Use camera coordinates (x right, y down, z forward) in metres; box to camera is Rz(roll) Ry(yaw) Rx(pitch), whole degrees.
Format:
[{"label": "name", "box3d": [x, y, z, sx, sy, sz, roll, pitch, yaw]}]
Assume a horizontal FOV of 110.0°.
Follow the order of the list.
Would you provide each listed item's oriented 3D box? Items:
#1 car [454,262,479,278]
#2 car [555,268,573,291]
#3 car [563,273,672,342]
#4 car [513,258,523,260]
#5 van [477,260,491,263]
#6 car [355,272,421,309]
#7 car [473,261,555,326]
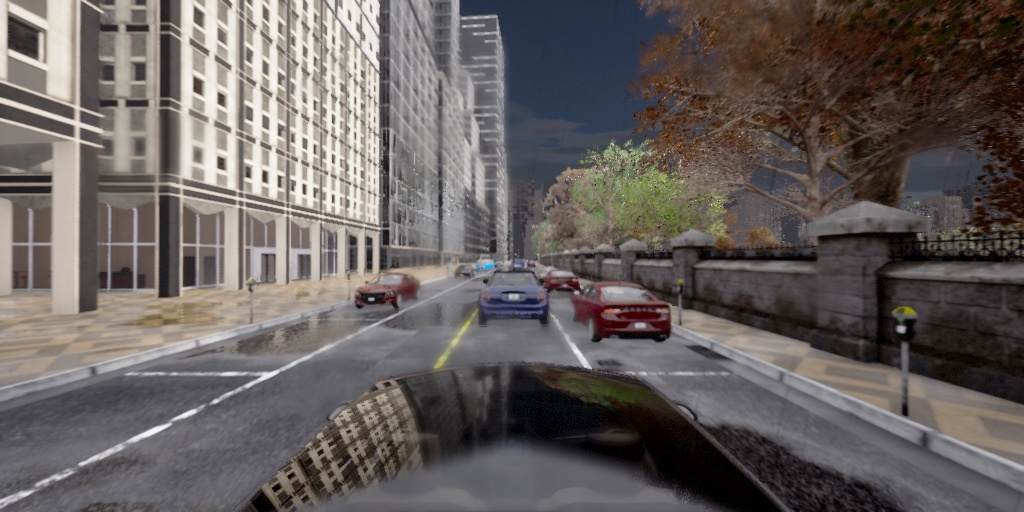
[{"label": "car", "box3d": [-4.969, 1.586, 38.184, 1.948, 1.339, 4.313, 0, 0, 1]}, {"label": "car", "box3d": [2.813, 1.438, 21.105, 1.888, 1.381, 4.507, 0, 0, 1]}, {"label": "car", "box3d": [2.730, 1.355, 9.823, 1.888, 1.381, 4.507, 0, 0, 0]}, {"label": "car", "box3d": [0.988, 1.413, 60.455, 2.150, 2.045, 5.566, 0, 0, 2]}, {"label": "van", "box3d": [-4.584, 1.489, 55.064, 1.690, 1.789, 3.998, 0, 0, 1]}, {"label": "car", "box3d": [-5.260, 1.397, 15.682, 1.888, 1.381, 4.507, 0, 0, 0]}, {"label": "car", "box3d": [0.061, 1.178, 12.146, 2.097, 1.767, 4.553, 0, 0, 0]}]
